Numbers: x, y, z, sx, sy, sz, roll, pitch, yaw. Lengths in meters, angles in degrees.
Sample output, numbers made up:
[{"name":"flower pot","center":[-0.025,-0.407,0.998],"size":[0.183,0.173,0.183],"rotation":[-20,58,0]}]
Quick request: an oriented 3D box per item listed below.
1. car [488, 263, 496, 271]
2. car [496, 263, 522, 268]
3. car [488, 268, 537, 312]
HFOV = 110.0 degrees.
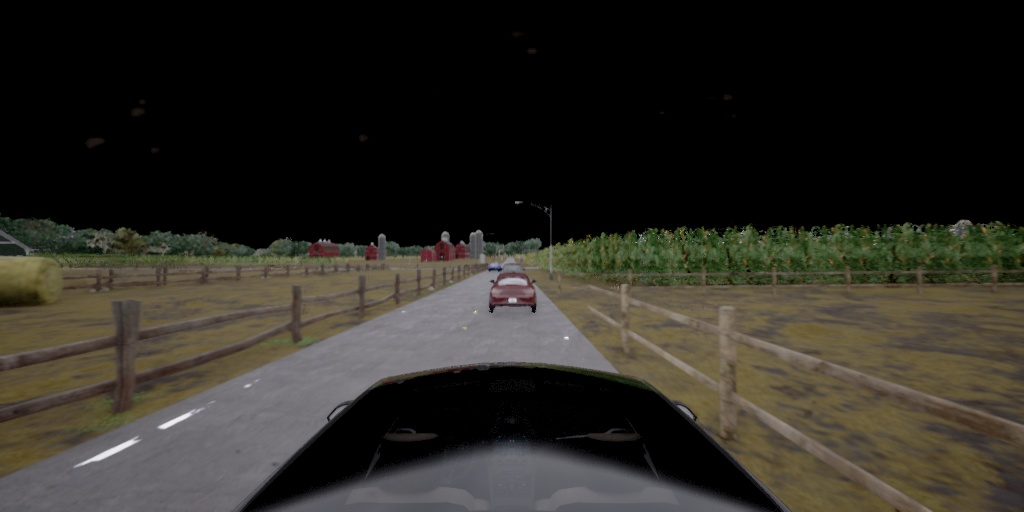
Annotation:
[{"name":"car","center":[-2.827,1.827,58.322],"size":[1.882,1.535,5.008],"rotation":[0,-1,0]},{"name":"car","center":[0.037,1.393,29.058],"size":[2.097,1.767,4.553],"rotation":[0,-1,0]},{"name":"car","center":[0.049,1.416,14.951],"size":[1.812,1.442,4.674],"rotation":[0,0,1]}]
